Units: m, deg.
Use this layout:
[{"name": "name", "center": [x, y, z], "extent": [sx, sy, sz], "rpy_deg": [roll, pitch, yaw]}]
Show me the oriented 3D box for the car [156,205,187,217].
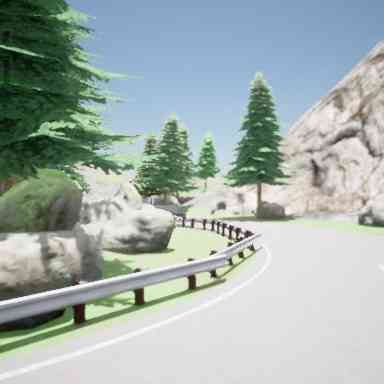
[{"name": "car", "center": [-2.319, 1.991, 32.395], "extent": [1.882, 1.535, 5.008], "rpy_deg": [0, -1, -32]}]
